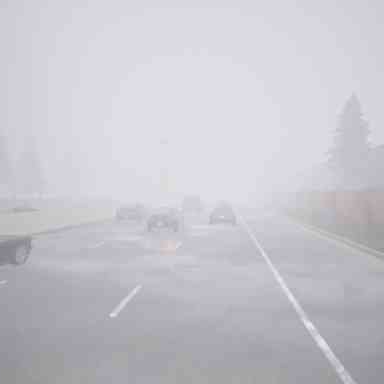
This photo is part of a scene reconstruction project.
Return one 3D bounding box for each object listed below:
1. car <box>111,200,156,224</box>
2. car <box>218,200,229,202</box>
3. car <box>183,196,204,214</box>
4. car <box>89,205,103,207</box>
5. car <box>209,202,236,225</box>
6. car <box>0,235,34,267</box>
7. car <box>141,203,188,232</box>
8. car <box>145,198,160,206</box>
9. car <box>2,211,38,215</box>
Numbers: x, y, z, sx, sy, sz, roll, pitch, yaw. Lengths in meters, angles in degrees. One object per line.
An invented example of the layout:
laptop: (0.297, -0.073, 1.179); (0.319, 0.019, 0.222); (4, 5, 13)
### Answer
car: (-4.567, 1.634, 26.589); (2.128, 1.511, 4.902); (0, 0, 6)
car: (3.967, 1.754, 41.331); (1.837, 1.490, 4.892); (0, 0, 6)
car: (0.151, 1.444, 38.492); (2.150, 2.045, 5.566); (0, 0, 6)
car: (-12.978, 1.747, 49.442); (2.128, 1.511, 4.902); (0, -1, 6)
car: (2.330, 1.715, 25.222); (1.994, 1.385, 4.181); (0, 0, 6)
car: (-6.314, 1.638, 8.879); (1.895, 1.301, 4.718); (0, 0, 5)
car: (-1.600, 1.644, 21.156); (1.812, 1.442, 4.674); (0, 0, 6)
car: (-7.756, 1.926, 65.452); (1.812, 1.442, 4.674); (0, 0, 6)
car: (-12.151, 1.669, 23.185); (1.994, 1.385, 4.181); (0, 0, 6)
